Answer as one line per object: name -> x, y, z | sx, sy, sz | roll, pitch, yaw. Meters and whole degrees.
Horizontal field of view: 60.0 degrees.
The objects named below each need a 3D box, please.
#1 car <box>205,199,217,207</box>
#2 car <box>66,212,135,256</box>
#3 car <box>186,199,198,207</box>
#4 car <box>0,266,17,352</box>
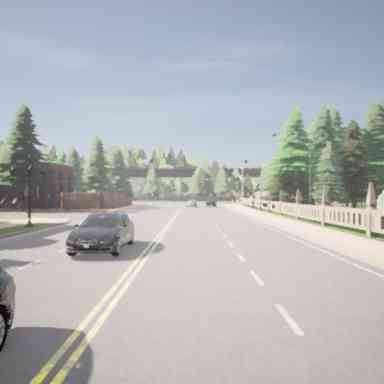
car -> 3.494, 2.026, 61.164 | 1.837, 1.490, 4.892 | 0, 0, 0
car -> -3.568, 1.622, 13.698 | 1.837, 1.490, 4.892 | 0, 0, 0
car -> -0.006, 2.047, 61.164 | 1.812, 1.442, 4.674 | 0, 0, 0
car -> -3.596, 1.534, 3.166 | 1.837, 1.490, 4.892 | 0, -1, 0
